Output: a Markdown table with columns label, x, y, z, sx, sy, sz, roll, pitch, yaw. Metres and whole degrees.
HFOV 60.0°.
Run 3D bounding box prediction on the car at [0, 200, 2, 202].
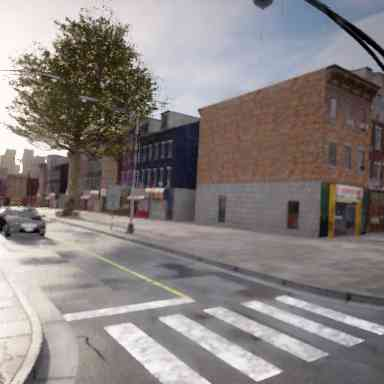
| label | x | y | z | sx | sy | sz | roll | pitch | yaw |
| --- | --- | --- | --- | --- | --- | --- | --- | --- | --- |
| car | -23.496 | 1.454 | 38.476 | 2.150 | 2.045 | 5.566 | 5 | -3 | -35 |

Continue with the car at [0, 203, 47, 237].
| label | x | y | z | sx | sy | sz | roll | pitch | yaw |
| --- | --- | --- | --- | --- | --- | --- | --- | --- | --- |
| car | -9.313 | 1.562 | 18.207 | 2.128 | 1.511 | 4.902 | 5 | -3 | -35 |
